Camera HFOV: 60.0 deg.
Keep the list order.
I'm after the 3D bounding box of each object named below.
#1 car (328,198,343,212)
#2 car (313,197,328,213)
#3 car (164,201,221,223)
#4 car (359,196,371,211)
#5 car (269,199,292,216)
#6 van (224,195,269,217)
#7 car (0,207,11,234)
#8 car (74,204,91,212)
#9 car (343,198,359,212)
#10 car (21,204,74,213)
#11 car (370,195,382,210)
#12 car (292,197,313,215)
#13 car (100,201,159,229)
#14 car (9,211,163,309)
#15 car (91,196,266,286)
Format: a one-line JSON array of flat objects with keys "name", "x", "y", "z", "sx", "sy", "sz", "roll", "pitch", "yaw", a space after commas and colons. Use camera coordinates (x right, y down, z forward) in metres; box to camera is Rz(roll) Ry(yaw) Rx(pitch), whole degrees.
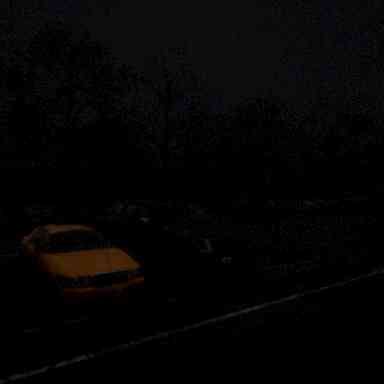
[{"name": "car", "x": 13.428, "y": 1.309, "z": 36.332, "sx": 2.185, "sy": 1.767, "sz": 4.553, "roll": 0, "pitch": 0, "yaw": -36}, {"name": "car", "x": 11.190, "y": 1.479, "z": 34.690, "sx": 2.002, "sy": 1.452, "sz": 4.674, "roll": 0, "pitch": 0, "yaw": -36}, {"name": "car", "x": -0.082, "y": 1.494, "z": 26.595, "sx": 2.163, "sy": 1.488, "sz": 4.792, "roll": 0, "pitch": 0, "yaw": -36}, {"name": "car", "x": 17.965, "y": 1.427, "z": 39.531, "sx": 2.231, "sy": 1.521, "sz": 4.892, "roll": 0, "pitch": 0, "yaw": -36}, {"name": "car", "x": 6.674, "y": 1.489, "z": 31.459, "sx": 2.002, "sy": 1.452, "sz": 4.674, "roll": 0, "pitch": 0, "yaw": -36}, {"name": "van", "x": 4.347, "y": 1.228, "z": 29.942, "sx": 1.878, "sy": 1.987, "sz": 4.442, "roll": 0, "pitch": 0, "yaw": -36}, {"name": "car", "x": -11.390, "y": 1.491, "z": 18.549, "sx": 2.097, "sy": 1.535, "sz": 5.008, "roll": 0, "pitch": 0, "yaw": -36}, {"name": "car", "x": -6.889, "y": 1.510, "z": 21.798, "sx": 2.163, "sy": 1.488, "sz": 4.792, "roll": 0, "pitch": 0, "yaw": -36}, {"name": "car", "x": 15.700, "y": 1.430, "z": 37.926, "sx": 2.097, "sy": 1.535, "sz": 5.008, "roll": 0, "pitch": 0, "yaw": -36}, {"name": "car", "x": -9.133, "y": 1.487, "z": 20.165, "sx": 2.231, "sy": 1.521, "sz": 4.892, "roll": 0, "pitch": 0, "yaw": -36}, {"name": "car", "x": 20.201, "y": 1.452, "z": 41.174, "sx": 2.163, "sy": 1.488, "sz": 4.792, "roll": 0, "pitch": 0, "yaw": -36}, {"name": "car", "x": 8.934, "y": 1.443, "z": 33.073, "sx": 2.097, "sy": 1.535, "sz": 5.008, "roll": 0, "pitch": 0, "yaw": -36}, {"name": "car", "x": -4.507, "y": 1.472, "z": 23.237, "sx": 1.946, "sy": 1.575, "sz": 5.366, "roll": 0, "pitch": 0, "yaw": -36}, {"name": "car", "x": -2.985, "y": 1.485, "z": 8.245, "sx": 1.946, "sy": 1.575, "sz": 5.366, "roll": 0, "pitch": 0, "yaw": -36}, {"name": "car", "x": -0.796, "y": 1.231, "z": 10.004, "sx": 2.435, "sy": 2.045, "sz": 5.566, "roll": 0, "pitch": 0, "yaw": -36}]
